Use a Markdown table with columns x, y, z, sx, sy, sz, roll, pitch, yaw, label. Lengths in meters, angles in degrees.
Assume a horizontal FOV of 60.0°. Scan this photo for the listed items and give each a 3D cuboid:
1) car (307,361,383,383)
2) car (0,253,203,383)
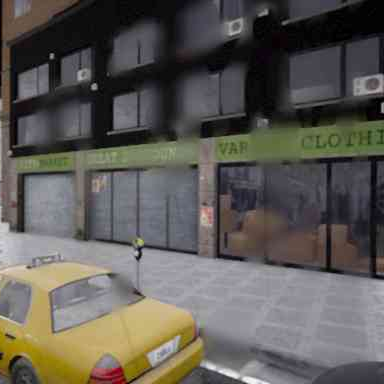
| x | y | z | sx | sy | sz | roll | pitch | yaw | label |
| --- | --- | --- | --- | --- | --- | --- | --- | --- | --- |
| 2.539 | 1.545 | 1.284 | 4.403 | 1.369 | 2.008 | 0 | 0 | 35 | car |
| -2.160 | 1.540 | 4.609 | 4.829 | 1.417 | 1.752 | 0 | 0 | 35 | car |
